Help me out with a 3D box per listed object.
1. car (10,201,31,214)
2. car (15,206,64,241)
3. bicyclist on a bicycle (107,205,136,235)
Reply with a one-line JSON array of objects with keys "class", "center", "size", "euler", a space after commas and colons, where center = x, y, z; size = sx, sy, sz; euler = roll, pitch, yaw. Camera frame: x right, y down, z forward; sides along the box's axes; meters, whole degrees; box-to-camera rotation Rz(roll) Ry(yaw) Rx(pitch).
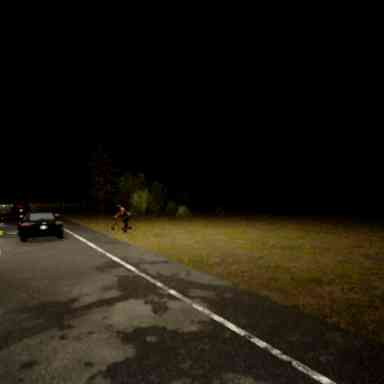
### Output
[{"class": "car", "center": [-20.430, 1.802, 39.686], "size": [1.837, 1.490, 4.892], "euler": [-1, 1, -29]}, {"class": "car", "center": [-8.038, 1.675, 17.608], "size": [1.994, 1.385, 4.181], "euler": [-1, 0, -29]}, {"class": "bicyclist on a bicycle", "center": [-3.835, 1.517, 18.161], "size": [1.656, 1.620, 0.582], "euler": [1, -1, -29]}]
